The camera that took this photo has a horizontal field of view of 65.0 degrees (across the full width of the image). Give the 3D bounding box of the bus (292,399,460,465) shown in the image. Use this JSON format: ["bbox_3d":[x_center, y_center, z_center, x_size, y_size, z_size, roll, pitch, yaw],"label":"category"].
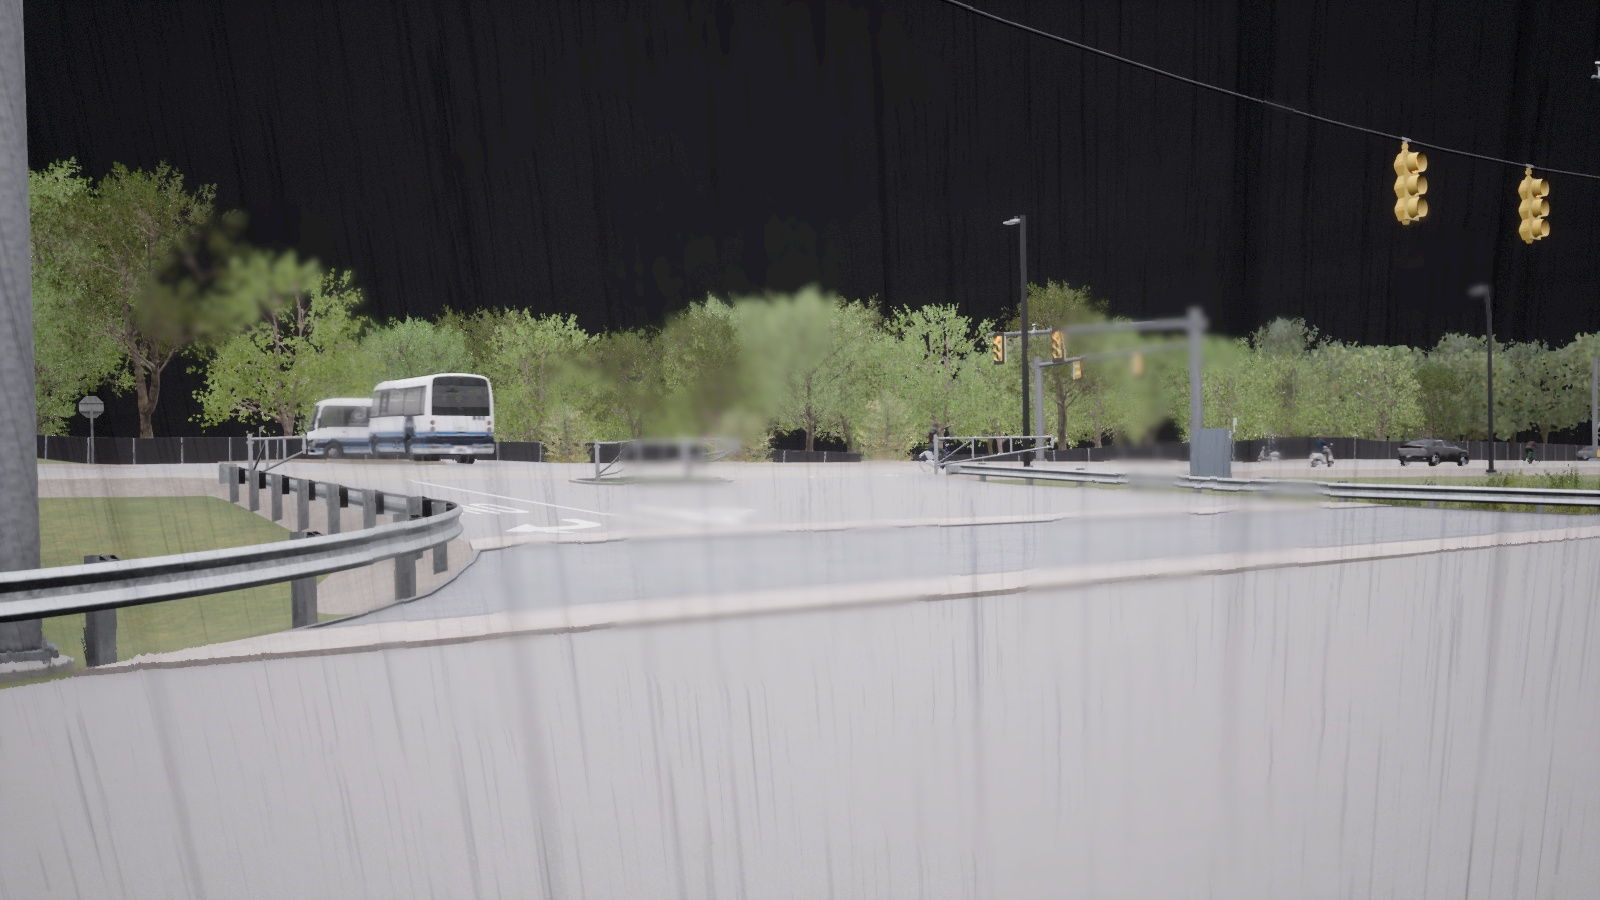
[{"bbox_3d":[-28.838,-1.192,85.564,10.273,4.253,3.944,-1,0,-28],"label":"bus"}]

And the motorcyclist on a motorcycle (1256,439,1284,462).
[{"bbox_3d":[34.848,0.017,93.151,1.817,1.590,0.866,-3,1,19],"label":"motorcyclist on a motorcycle"}]

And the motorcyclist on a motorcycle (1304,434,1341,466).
[{"bbox_3d":[26.270,-0.020,63.138,1.817,1.590,0.866,0,0,-34],"label":"motorcyclist on a motorcycle"}]

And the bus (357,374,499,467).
[{"bbox_3d":[-18.777,-1.363,62.760,3.944,4.253,10.273,-1,0,-34],"label":"bus"}]

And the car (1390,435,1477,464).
[{"bbox_3d":[34.757,-0.024,68.874,4.902,1.511,2.128,0,0,-34],"label":"car"}]

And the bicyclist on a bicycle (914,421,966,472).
[{"bbox_3d":[4.980,-0.112,44.522,1.843,1.776,0.659,0,0,-34],"label":"bicyclist on a bicycle"}]
